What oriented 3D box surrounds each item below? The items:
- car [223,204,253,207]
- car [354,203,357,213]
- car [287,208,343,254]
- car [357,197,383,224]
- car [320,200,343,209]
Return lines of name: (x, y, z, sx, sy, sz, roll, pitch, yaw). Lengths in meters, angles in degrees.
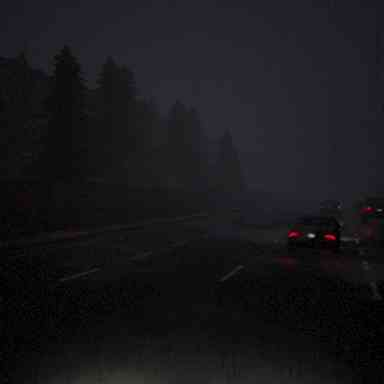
car: (4.102, 1.241, 28.772, 1.895, 1.301, 4.718, 1, 0, 24)
car: (21.434, 1.847, 41.589, 1.837, 1.490, 4.892, 1, 0, 24)
car: (5.275, 1.625, 14.090, 2.033, 1.411, 5.357, 1, 0, 25)
car: (14.803, 1.458, 26.750, 2.150, 2.045, 5.566, 1, 0, 24)
car: (14.292, 1.568, 34.180, 2.097, 1.767, 4.553, 1, 0, 24)
